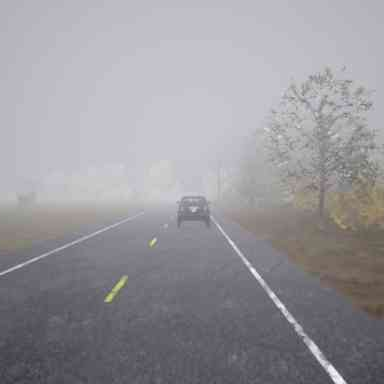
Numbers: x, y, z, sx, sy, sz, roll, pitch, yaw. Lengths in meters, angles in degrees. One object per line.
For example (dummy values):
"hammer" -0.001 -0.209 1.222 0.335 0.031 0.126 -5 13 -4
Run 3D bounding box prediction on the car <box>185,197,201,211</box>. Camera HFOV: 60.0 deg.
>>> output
"car" 0.110 1.478 41.763 1.882 1.535 5.008 0 0 0

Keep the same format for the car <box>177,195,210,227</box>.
"car" 0.105 1.230 23.167 2.150 2.045 5.566 0 0 0
